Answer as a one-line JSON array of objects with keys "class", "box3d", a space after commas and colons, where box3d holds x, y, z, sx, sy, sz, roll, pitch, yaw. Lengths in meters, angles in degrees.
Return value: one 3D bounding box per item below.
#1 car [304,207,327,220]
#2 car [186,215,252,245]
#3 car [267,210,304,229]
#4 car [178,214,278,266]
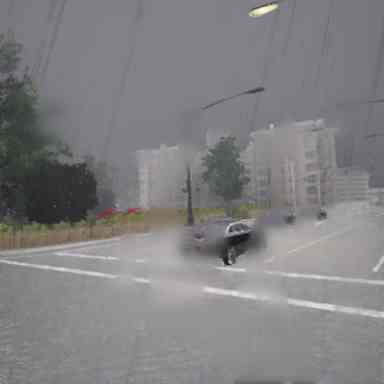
[{"class": "car", "box3d": [12.987, 2.274, 35.587, 1.994, 1.385, 4.181, -4, -3, 36]}, {"class": "car", "box3d": [1.713, 2.186, 19.928, 1.994, 1.385, 4.181, -4, -3, 36]}, {"class": "car", "box3d": [7.148, 2.212, 27.491, 2.033, 1.411, 5.357, -4, -3, 35]}, {"class": "car", "box3d": [1.399, 1.868, 13.204, 2.128, 1.511, 4.902, -4, -3, 34]}]
